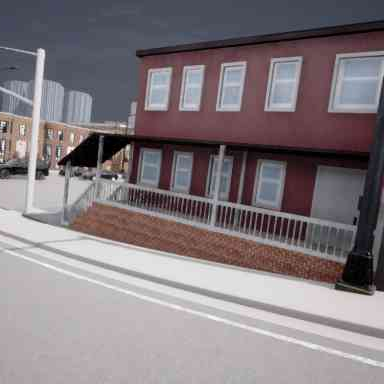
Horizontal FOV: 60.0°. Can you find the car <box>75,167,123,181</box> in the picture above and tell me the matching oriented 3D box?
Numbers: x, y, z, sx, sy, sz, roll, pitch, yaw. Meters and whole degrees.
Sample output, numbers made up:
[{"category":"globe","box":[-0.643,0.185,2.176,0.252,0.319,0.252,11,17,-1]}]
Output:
[{"category":"car","box":[-11.170,-2.037,40.360,1.837,1.490,4.892,10,6,35]}]

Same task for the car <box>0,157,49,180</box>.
[{"category":"car","box":[-16.803,-2.322,32.465,2.150,2.045,5.566,10,6,36]}]

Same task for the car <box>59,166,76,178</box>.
[{"category":"car","box":[-14.468,-2.496,41.715,1.994,1.385,4.181,11,6,36]}]

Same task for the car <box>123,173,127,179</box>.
[{"category":"car","box":[-8.422,-2.527,50.071,1.812,1.442,4.674,10,6,35]}]
